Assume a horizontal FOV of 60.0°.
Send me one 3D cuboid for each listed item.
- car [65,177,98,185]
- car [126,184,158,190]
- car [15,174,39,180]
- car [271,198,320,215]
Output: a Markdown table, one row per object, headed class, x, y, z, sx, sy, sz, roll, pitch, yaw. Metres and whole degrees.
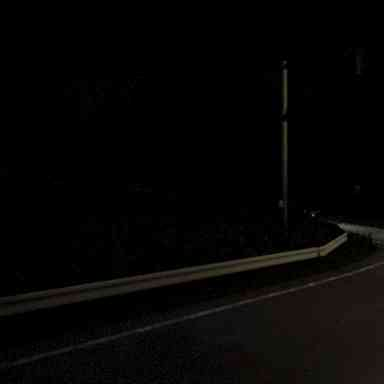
| class | x | y | z | sx | sy | sz | roll | pitch | yaw |
| --- | --- | --- | --- | --- | --- | --- | --- | --- | --- |
| car | -15.083 | -1.268 | 45.167 | 4.553 | 1.767 | 2.097 | 5 | 1 | 14 |
| car | -5.836 | -0.246 | 40.000 | 4.674 | 1.442 | 1.812 | 5 | 1 | 14 |
| car | -24.416 | -1.952 | 49.090 | 4.181 | 1.385 | 1.994 | 6 | 3 | 34 |
| car | 7.860 | 1.253 | 25.632 | 2.128 | 1.511 | 4.902 | 0 | 2 | -15 |
